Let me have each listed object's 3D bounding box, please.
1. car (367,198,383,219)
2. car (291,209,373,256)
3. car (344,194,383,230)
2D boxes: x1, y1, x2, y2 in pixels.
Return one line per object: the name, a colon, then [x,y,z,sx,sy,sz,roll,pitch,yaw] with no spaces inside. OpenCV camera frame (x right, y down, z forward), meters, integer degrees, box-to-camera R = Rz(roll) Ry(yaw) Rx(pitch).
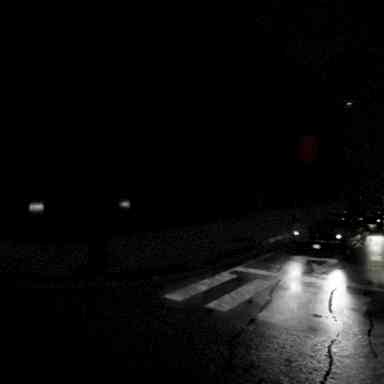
car: [16.923,1.399,29.484,1.882,1.535,5.008,0,0,35]
car: [5.629,1.567,13.276,1.895,1.301,4.718,0,0,37]
car: [11.106,1.166,21.139,2.150,2.045,5.566,0,0,35]
